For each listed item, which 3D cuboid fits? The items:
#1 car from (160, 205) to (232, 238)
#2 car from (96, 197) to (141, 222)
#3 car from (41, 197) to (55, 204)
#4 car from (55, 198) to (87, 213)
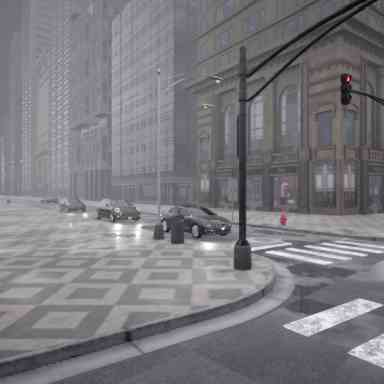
[{"bbox_3d":[0.050,1.455,17.431,1.837,1.490,4.892,0,0,-35],"label":"car"},{"bbox_3d":[-5.733,1.274,25.575,2.097,1.767,4.553,0,0,-35],"label":"car"},{"bbox_3d":[-25.100,1.446,58.329,1.895,1.301,4.718,0,0,-36],"label":"car"},{"bbox_3d":[-12.721,1.397,35.425,1.837,1.490,4.892,0,0,-35],"label":"car"}]
